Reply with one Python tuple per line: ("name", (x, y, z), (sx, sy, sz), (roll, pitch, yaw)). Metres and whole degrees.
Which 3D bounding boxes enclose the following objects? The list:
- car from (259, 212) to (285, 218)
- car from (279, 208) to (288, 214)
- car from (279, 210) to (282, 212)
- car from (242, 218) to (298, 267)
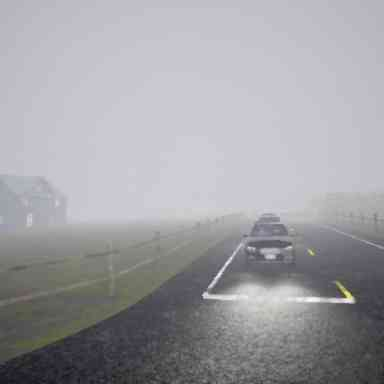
("car", (5.566, 2.437, 23.783), (1.882, 1.535, 5.008), (-2, -3, 13))
("car", (23.651, 4.942, 85.445), (1.895, 1.301, 4.718), (-2, -3, 13))
("car", (7.922, 2.865, 33.845), (1.837, 1.490, 4.892), (-2, -3, 13))
("car", (3.237, 2.054, 13.804), (2.128, 1.511, 4.902), (-2, -3, 13))
